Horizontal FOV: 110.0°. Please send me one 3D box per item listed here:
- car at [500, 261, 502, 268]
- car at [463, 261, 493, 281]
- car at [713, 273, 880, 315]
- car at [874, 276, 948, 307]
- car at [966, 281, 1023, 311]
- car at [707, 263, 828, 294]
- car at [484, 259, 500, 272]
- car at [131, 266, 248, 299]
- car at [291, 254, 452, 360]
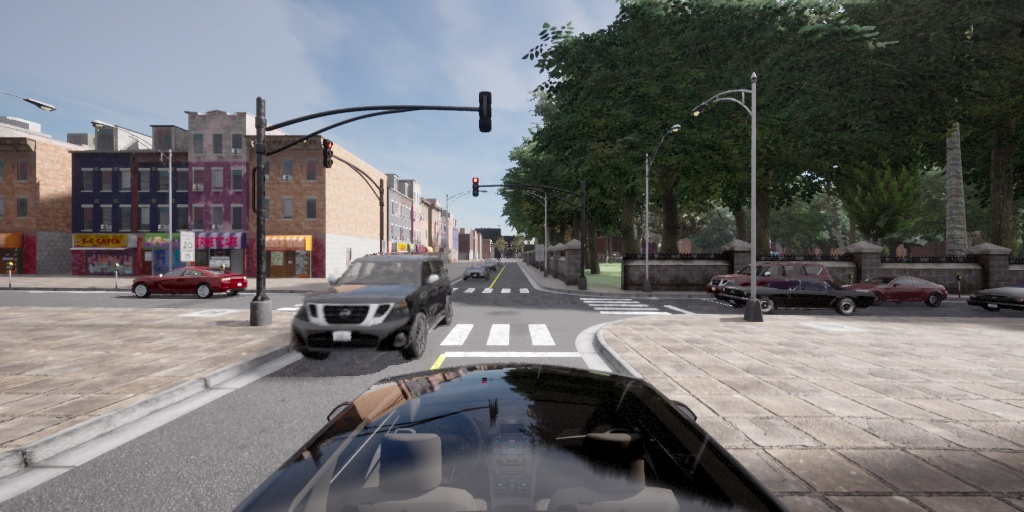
[{"bbox_3d":[-2.756,1.287,62.856,1.812,1.442,4.674,0,0,0],"label":"car"},{"bbox_3d":[-2.852,1.319,29.605,1.994,1.385,4.181,0,0,0],"label":"car"},{"bbox_3d":[10.765,1.487,13.861,4.718,1.301,1.895,1,0,2],"label":"car"},{"bbox_3d":[17.159,1.538,16.331,4.207,1.307,1.802,0,0,0],"label":"car"},{"bbox_3d":[21.153,1.555,13.776,5.357,1.411,2.033,1,0,0],"label":"car"},{"bbox_3d":[11.711,1.207,16.349,5.009,1.841,2.192,0,0,0],"label":"car"},{"bbox_3d":[-2.848,1.249,45.048,1.837,1.490,4.892,0,0,0],"label":"car"},{"bbox_3d":[-14.717,1.153,16.439,4.507,1.381,1.888,0,0,0],"label":"car"},{"bbox_3d":[-2.838,0.975,8.707,2.150,2.045,5.566,0,0,0],"label":"car"}]
